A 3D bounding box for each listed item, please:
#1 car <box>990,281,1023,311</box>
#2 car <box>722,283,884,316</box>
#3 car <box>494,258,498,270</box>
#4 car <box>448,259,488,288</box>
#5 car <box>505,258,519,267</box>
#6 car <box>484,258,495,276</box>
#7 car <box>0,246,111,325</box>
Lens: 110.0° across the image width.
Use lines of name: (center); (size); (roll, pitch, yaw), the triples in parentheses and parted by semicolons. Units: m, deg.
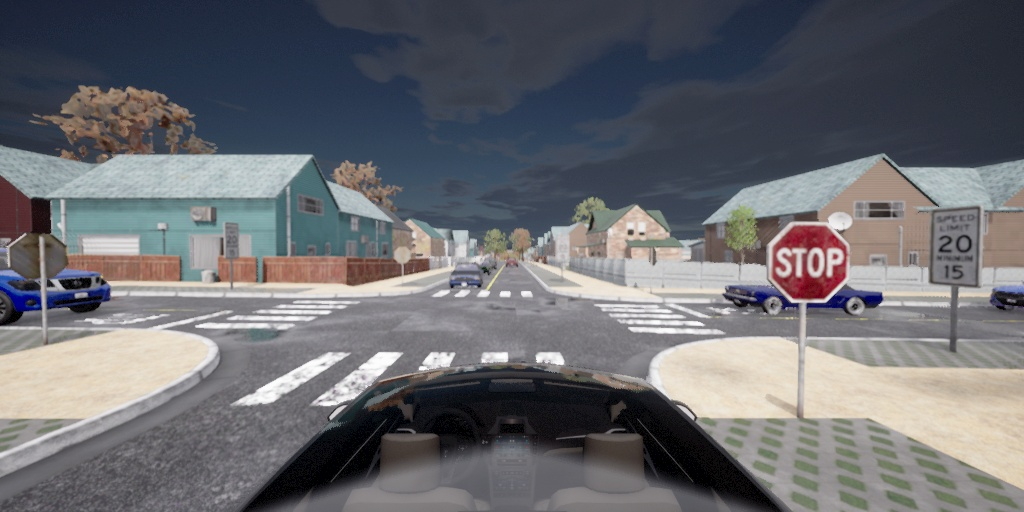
car: (20.990, 1.410, 13.261); (5.008, 1.535, 1.882); (1, 1, 0)
car: (10.487, 1.389, 13.219); (4.718, 1.301, 1.895); (1, 1, -1)
car: (-2.844, 0.974, 45.580); (1.837, 1.490, 4.892); (0, 0, 0)
car: (-2.740, 1.132, 22.201); (2.033, 1.411, 5.357); (0, 0, -3)
car: (-0.009, 0.976, 55.151); (1.812, 1.442, 4.674); (0, 0, 0)
car: (-2.853, 1.118, 33.389); (1.895, 1.301, 4.718); (0, 0, 0)
car: (-15.119, 0.740, 10.274); (5.566, 2.045, 2.150); (1, 1, 0)
